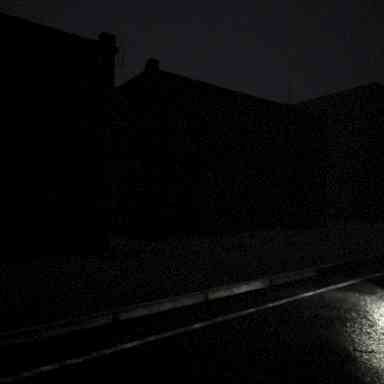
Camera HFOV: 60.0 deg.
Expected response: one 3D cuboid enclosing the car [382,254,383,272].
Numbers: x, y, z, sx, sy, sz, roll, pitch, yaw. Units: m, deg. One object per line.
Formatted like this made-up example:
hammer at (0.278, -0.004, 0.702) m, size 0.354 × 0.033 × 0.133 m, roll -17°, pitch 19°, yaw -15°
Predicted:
car at (7.325, 1.156, 8.878) m, size 5.566 × 2.045 × 2.150 m, roll -9°, pitch 5°, yaw -35°
